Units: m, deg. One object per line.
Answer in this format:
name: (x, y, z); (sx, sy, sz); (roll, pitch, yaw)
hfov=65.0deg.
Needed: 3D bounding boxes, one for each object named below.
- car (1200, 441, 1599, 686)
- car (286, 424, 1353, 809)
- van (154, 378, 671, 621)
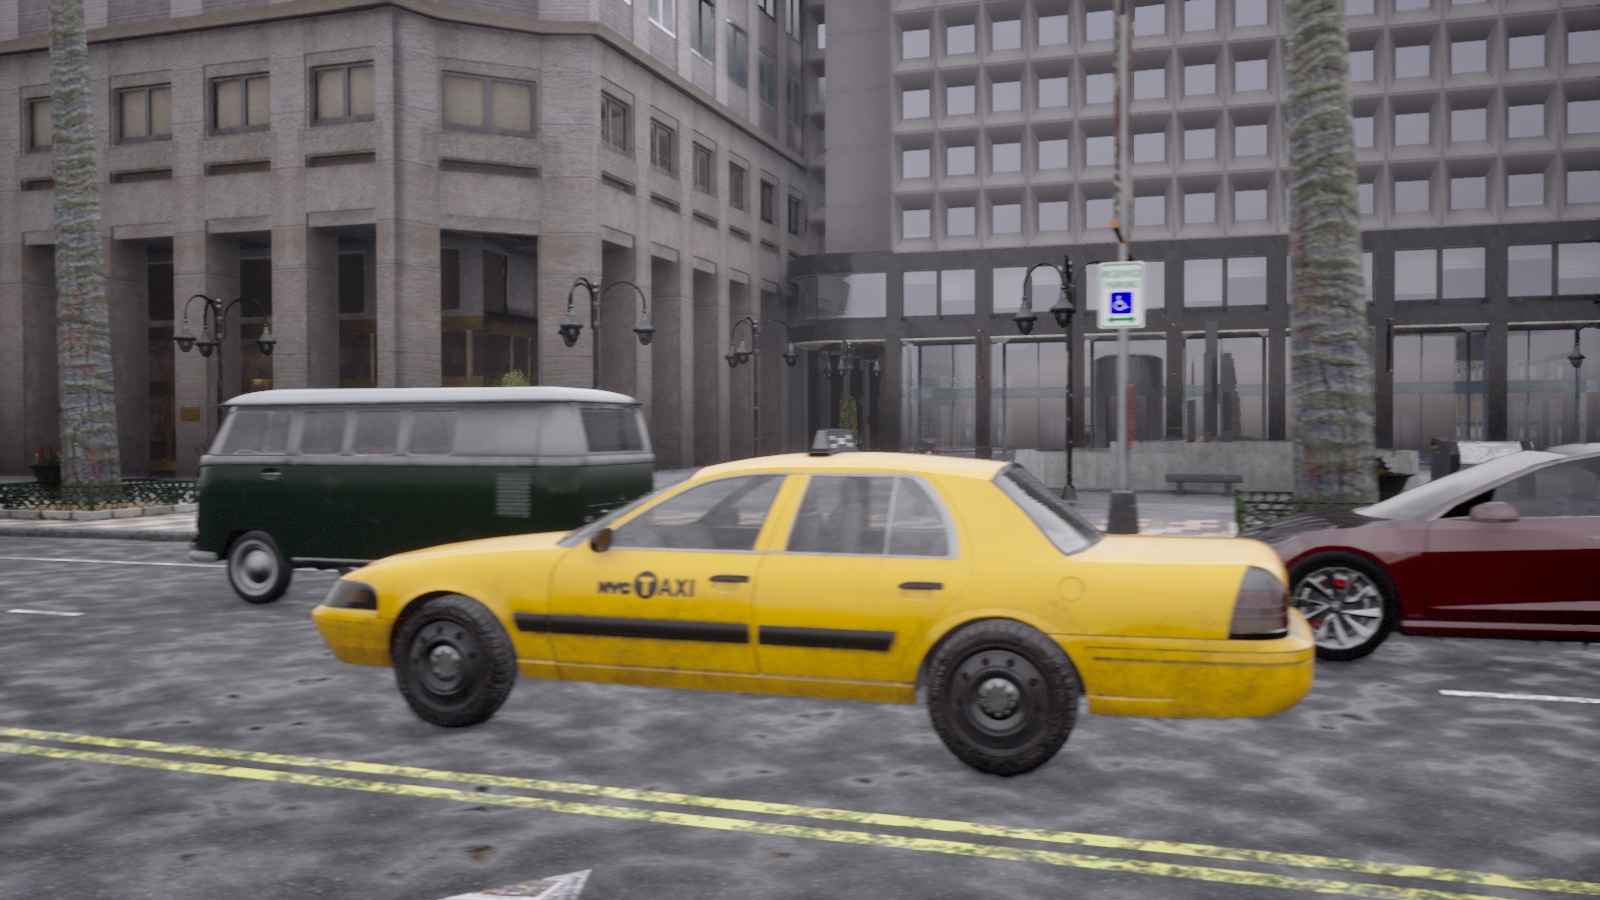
car: (5.335, 0.706, 8.789); (4.792, 1.488, 2.163); (1, 1, 18)
car: (0.014, 0.655, 6.880); (5.366, 1.575, 1.801); (1, 1, 19)
van: (-3.619, 0.377, 11.812); (4.442, 1.987, 1.775); (1, 1, 19)
